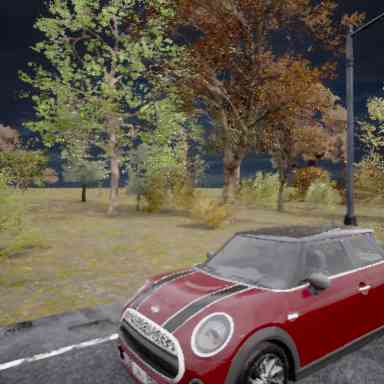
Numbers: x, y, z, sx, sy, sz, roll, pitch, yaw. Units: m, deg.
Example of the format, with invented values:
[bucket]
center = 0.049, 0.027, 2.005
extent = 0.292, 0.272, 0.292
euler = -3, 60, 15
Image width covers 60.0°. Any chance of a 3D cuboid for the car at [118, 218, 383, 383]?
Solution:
[car]
center = 1.260, 1.339, 4.892
extent = 4.553, 1.767, 2.097
euler = 0, 0, -36
